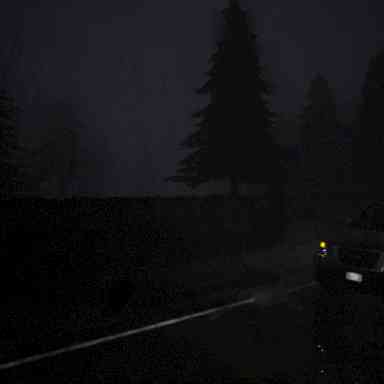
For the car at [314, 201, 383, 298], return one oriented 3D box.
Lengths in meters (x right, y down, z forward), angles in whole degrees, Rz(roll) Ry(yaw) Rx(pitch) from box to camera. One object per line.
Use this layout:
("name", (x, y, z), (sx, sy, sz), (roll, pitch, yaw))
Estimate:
("car", (5.200, 1.222, 7.860), (5.566, 2.045, 2.150), (0, 0, -37))
